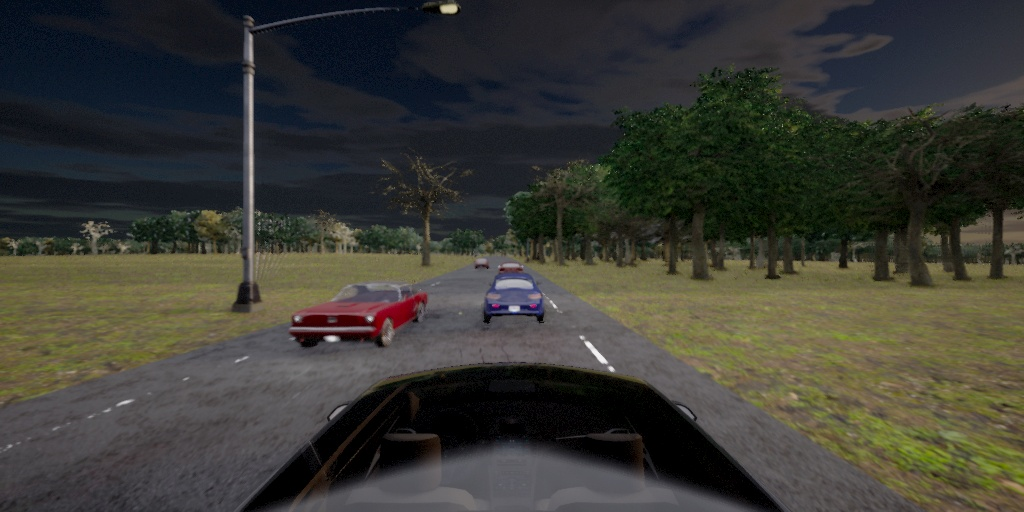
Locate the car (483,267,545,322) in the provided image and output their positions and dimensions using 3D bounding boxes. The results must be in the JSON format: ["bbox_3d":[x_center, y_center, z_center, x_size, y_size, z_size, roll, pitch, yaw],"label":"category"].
[{"bbox_3d":[0.057,1.279,12.150,1.812,1.442,4.674,0,0,0],"label":"car"}]

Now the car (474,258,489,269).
[{"bbox_3d":[-4.168,1.034,49.843,1.882,1.535,5.008,0,1,-1],"label":"car"}]

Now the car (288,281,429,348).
[{"bbox_3d":[-3.624,1.355,9.410,1.895,1.301,4.718,0,0,0],"label":"car"}]

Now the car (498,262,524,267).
[{"bbox_3d":[-0.096,1.195,28.432,1.882,1.535,5.008,0,0,-1],"label":"car"}]
